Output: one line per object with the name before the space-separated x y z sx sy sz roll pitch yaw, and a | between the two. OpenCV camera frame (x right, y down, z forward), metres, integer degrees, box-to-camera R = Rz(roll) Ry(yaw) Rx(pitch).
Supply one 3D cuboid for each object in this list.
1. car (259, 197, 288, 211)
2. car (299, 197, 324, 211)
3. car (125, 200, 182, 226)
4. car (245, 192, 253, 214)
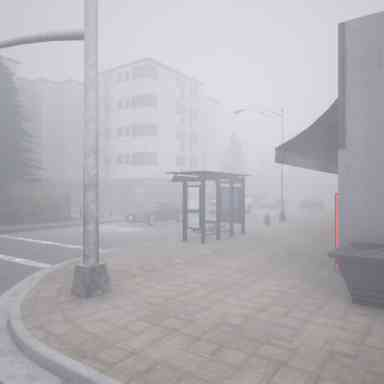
car | 9.521 1.301 38.562 1.882 1.535 5.008 0 0 36
car | 13.751 1.329 38.192 1.837 1.490 4.892 0 0 36
car | -2.307 1.328 22.164 1.837 1.490 4.892 0 0 36
car | 3.578 1.045 30.347 2.150 2.045 5.566 0 0 36
